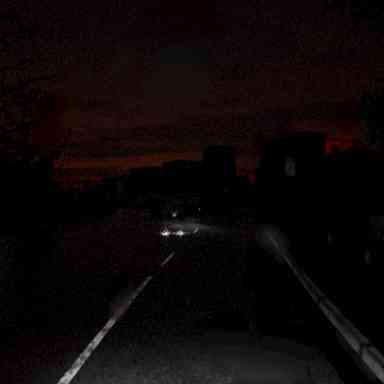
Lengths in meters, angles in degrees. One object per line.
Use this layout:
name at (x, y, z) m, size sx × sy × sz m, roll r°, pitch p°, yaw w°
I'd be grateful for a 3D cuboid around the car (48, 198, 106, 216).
car at (-11.017, 1.407, 31.964) m, size 4.892 × 1.521 × 2.231 m, roll 0°, pitch 0°, yaw -32°

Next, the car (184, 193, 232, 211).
car at (1.922, 1.190, 34.320) m, size 4.553 × 1.767 × 2.185 m, roll 0°, pitch 0°, yaw -32°

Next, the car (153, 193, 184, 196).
car at (-1.222, 1.125, 39.377) m, size 5.566 × 2.045 × 2.435 m, roll 0°, pitch -1°, yaw -32°

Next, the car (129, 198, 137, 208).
car at (-6.068, 1.406, 47.227) m, size 4.553 × 1.767 × 2.185 m, roll 0°, pitch -1°, yaw -32°

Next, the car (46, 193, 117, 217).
car at (-9.590, 1.128, 29.712) m, size 5.566 × 2.045 × 2.435 m, roll 0°, pitch 0°, yaw -32°

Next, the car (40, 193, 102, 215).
car at (-12.476, 1.187, 34.349) m, size 5.566 × 2.045 × 2.435 m, roll 0°, pitch 0°, yaw -32°

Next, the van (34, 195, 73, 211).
van at (-18.259, 1.429, 43.908) m, size 4.442 × 1.987 × 1.878 m, roll 0°, pitch -1°, yaw -32°

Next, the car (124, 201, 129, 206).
car at (-7.412, 1.595, 49.822) m, size 5.366 × 1.575 × 1.946 m, roll 0°, pitch -1°, yaw -32°

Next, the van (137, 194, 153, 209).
van at (-4.549, 1.248, 44.599) m, size 4.442 × 1.987 × 1.878 m, roll 0°, pitch -1°, yaw -32°

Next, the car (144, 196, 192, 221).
car at (-1.932, 1.324, 25.022) m, size 2.128 × 1.511 × 4.902 m, roll 0°, pitch 0°, yaw -18°

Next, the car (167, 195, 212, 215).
car at (-0.457, 1.315, 30.356) m, size 1.882 × 1.535 × 5.008 m, roll 0°, pitch 0°, yaw -26°
